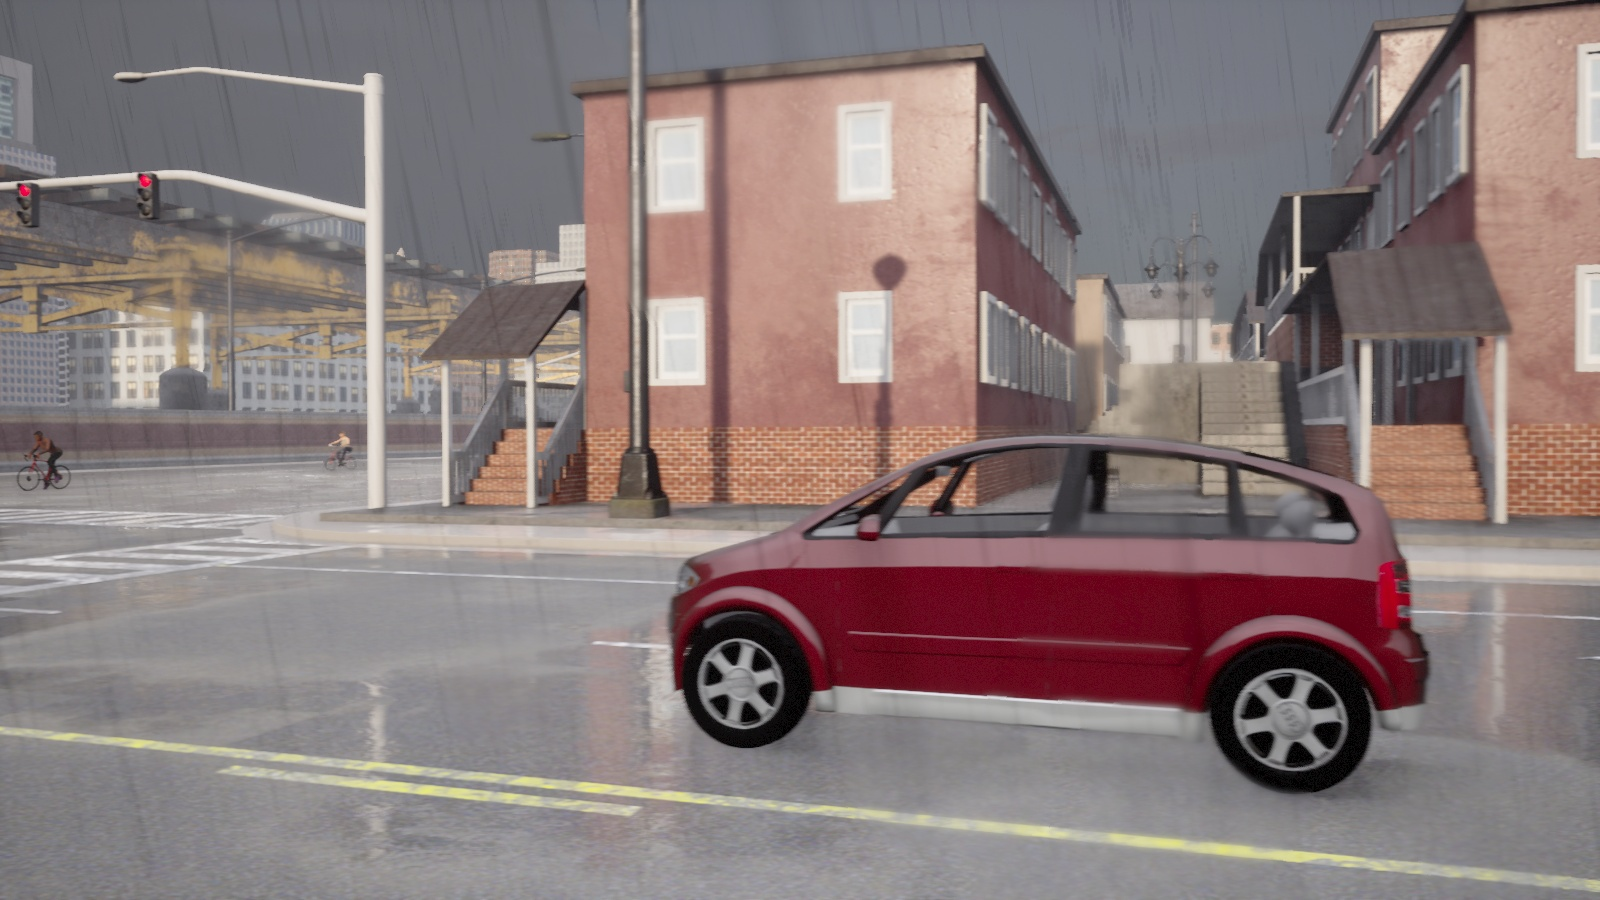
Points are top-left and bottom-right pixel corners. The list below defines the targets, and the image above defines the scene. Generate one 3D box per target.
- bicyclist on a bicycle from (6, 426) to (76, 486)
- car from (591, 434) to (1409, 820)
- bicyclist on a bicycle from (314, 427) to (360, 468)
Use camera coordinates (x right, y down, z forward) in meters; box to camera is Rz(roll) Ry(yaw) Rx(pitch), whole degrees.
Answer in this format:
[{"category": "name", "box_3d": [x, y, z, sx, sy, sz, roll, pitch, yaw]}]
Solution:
[{"category": "bicyclist on a bicycle", "box_3d": [-20.860, 0.148, 34.550, 0.582, 1.620, 1.656, 1, 1, 19]}, {"category": "car", "box_3d": [0.996, 0.704, 6.550, 3.705, 1.549, 1.789, 1, 1, 19]}, {"category": "bicyclist on a bicycle", "box_3d": [-18.616, -0.115, 50.488, 0.866, 1.612, 1.509, 2, 2, 32]}]
